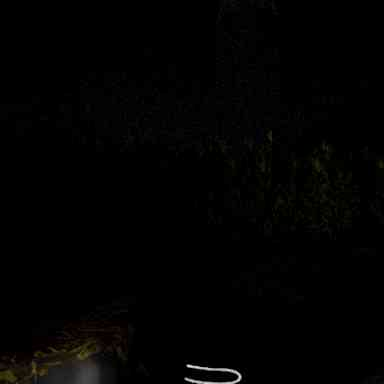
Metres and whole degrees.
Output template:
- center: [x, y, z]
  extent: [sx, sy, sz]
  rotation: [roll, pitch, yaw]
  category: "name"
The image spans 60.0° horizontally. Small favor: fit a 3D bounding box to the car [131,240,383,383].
- center: [1.654, 1.484, 4.545]
  extent: [5.008, 1.535, 1.882]
  rotation: [0, 0, -32]
  category: "car"
